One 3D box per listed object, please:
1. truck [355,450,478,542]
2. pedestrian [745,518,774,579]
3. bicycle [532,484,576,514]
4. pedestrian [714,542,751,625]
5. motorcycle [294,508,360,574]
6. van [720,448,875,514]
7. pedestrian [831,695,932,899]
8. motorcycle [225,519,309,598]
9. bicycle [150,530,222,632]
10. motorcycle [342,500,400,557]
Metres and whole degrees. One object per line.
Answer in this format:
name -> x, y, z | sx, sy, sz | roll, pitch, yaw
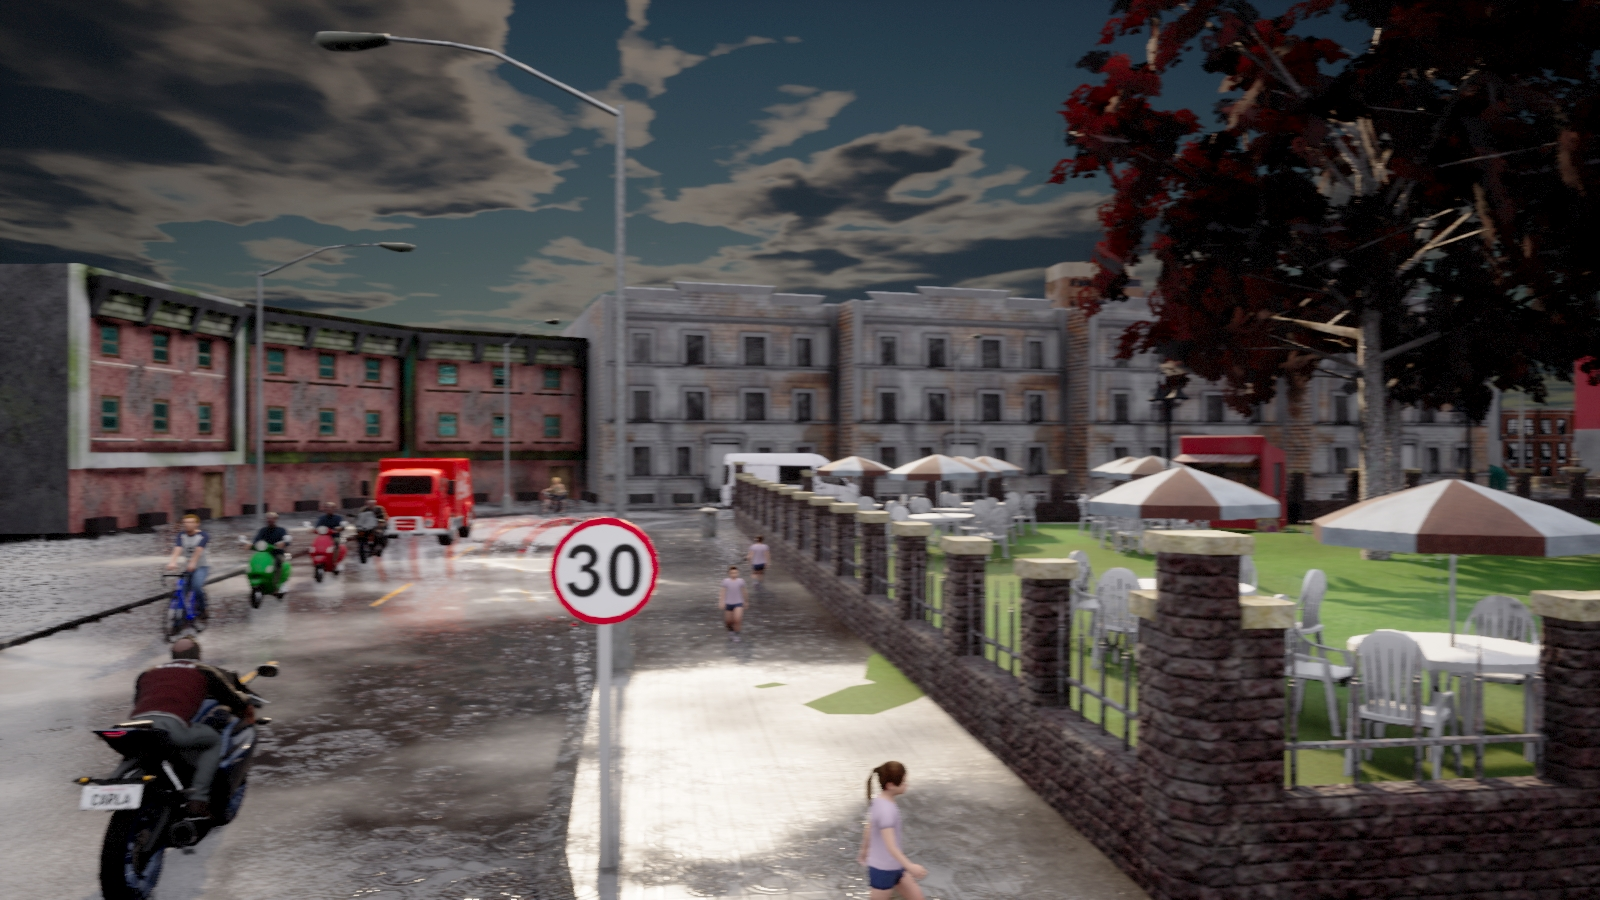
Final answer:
truck -> -11.165, 1.254, 33.710 | 2.627, 2.467, 5.204 | 0, 0, -9
pedestrian -> -0.764, 1.847, 21.472 | 0.500, 1.100, 0.500 | 0, 0, -8
bicycle -> -9.657, 1.916, 44.886 | 0.859, 1.080, 1.487 | 3, 2, 37
pedestrian -> -0.935, 1.854, 15.974 | 0.500, 1.100, 0.500 | 0, 0, -2
motorcycle -> -9.969, 1.893, 24.156 | 0.856, 1.236, 1.805 | 0, 0, -7
van -> -0.126, 1.194, 45.839 | 5.915, 2.561, 1.988 | 0, 0, -14
pedestrian -> 0.428, 1.880, 5.928 | 0.500, 1.100, 0.500 | 0, 0, 6
motorcycle -> -9.476, 1.903, 20.405 | 0.856, 1.236, 1.805 | 0, 0, -8
bicycle -> -8.996, 1.886, 16.789 | 0.373, 1.296, 1.643 | 0, 0, -8
motorcycle -> -10.570, 1.905, 28.213 | 0.867, 1.251, 2.209 | 0, 0, -8
